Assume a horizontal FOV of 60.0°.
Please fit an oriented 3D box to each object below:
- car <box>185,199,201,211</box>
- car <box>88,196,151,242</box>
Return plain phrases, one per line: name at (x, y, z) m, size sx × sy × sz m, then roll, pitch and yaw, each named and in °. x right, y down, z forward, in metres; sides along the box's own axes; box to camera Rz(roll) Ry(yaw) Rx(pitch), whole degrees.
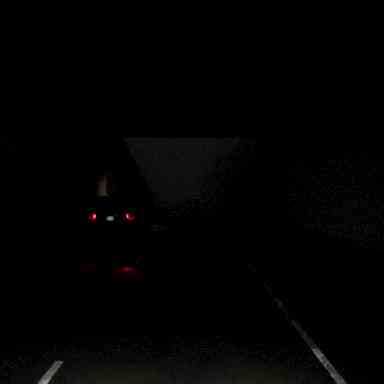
car at (0.106, 1.541, 40.945) m, size 2.033 × 1.411 × 5.357 m, roll 0°, pitch 0°, yaw 0°
car at (-3.397, 1.215, 16.500) m, size 2.150 × 2.045 × 5.566 m, roll 0°, pitch -1°, yaw 0°
